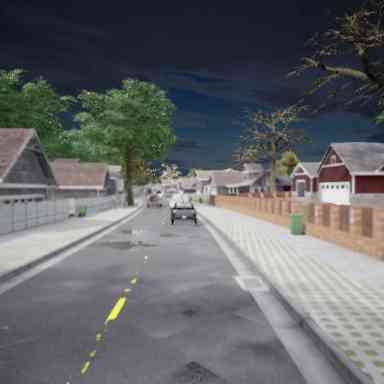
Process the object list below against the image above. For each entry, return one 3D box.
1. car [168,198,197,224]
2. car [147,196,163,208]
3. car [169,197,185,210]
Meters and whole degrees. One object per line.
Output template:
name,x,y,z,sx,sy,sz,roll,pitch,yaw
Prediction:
car,-0.643,1.451,24.548,2.128,1.511,4.902,0,0,-3
car,-5.175,1.293,46.252,2.097,1.767,4.553,0,0,-5
car,-1.972,1.465,42.626,1.812,1.442,4.674,0,0,-5
